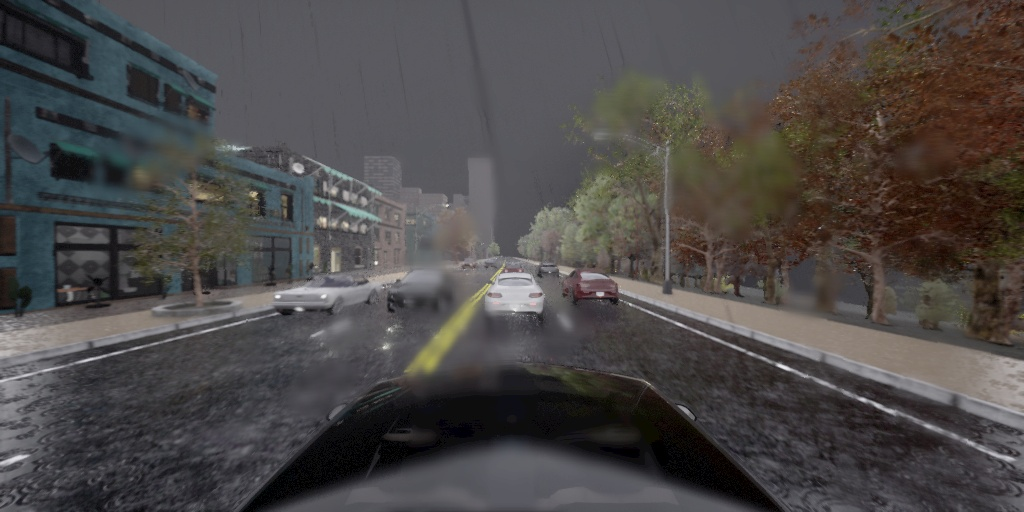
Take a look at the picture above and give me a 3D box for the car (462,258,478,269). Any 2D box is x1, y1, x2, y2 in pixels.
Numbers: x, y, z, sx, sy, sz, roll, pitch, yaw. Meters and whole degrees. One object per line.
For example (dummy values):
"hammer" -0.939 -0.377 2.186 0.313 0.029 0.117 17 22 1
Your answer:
"car" -6.549 1.089 55.834 2.097 1.767 4.553 0 0 1

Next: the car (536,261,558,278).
"car" 3.354 1.234 34.115 2.128 1.511 4.902 0 0 0

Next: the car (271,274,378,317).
"car" -6.600 1.348 13.350 1.895 1.301 4.718 0 0 0

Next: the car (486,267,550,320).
"car" 0.102 1.274 12.474 1.812 1.442 4.674 0 0 0

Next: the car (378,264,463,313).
"car" -3.349 1.225 14.189 1.882 1.535 5.008 0 0 0

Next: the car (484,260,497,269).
"car" -3.294 1.284 56.051 2.033 1.411 5.357 0 0 1

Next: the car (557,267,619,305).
"car" 3.339 1.273 15.878 1.812 1.442 4.674 0 0 0

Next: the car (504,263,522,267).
"car" 0.105 1.344 33.225 1.895 1.301 4.718 0 0 0
